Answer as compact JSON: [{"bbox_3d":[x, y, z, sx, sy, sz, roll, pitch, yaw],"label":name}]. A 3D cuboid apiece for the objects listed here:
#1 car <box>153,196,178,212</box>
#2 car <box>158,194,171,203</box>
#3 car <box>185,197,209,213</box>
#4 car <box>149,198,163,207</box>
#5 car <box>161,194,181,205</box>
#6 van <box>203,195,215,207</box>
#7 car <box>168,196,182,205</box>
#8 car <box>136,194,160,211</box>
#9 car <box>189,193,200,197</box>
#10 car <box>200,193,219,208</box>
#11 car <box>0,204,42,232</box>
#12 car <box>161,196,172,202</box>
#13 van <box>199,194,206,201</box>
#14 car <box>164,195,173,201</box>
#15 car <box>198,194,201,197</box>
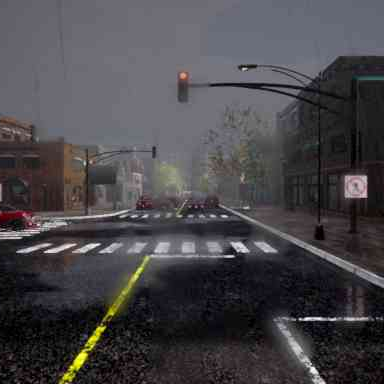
[{"bbox_3d":[-3.085,1.556,38.897,1.994,1.385,4.181,0,0,0],"label":"car"},{"bbox_3d":[-5.678,1.299,69.165,2.192,1.841,5.009,-1,0,0],"label":"car"},{"bbox_3d":[0.285,1.540,36.530,2.033,1.411,5.357,0,0,-3],"label":"car"},{"bbox_3d":[-5.680,1.570,52.533,1.802,1.307,4.206,-1,0,0],"label":"car"},{"bbox_3d":[-3.056,1.467,48.697,1.882,1.535,5.008,0,0,0],"label":"car"},{"bbox_3d":[2.699,1.329,52.531,1.690,1.788,3.998,-1,0,0],"label":"van"},{"bbox_3d":[-2.989,1.478,58.827,2.128,1.511,4.902,0,0,0],"label":"car"},{"bbox_3d":[-5.684,1.306,41.445,2.192,1.841,5.009,-1,0,0],"label":"car"},{"bbox_3d":[0.015,1.476,67.431,2.128,1.511,4.902,0,0,0],"label":"car"},{"bbox_3d":[2.697,1.305,46.987,2.192,1.841,5.009,-1,0,0],"label":"car"},{"bbox_3d":[-11.936,1.509,20.820,4.553,1.767,2.097,-1,1,-4],"label":"car"},{"bbox_3d":[-5.675,1.548,74.709,1.947,1.339,4.313,-1,0,0],"label":"car"},{"bbox_3d":[2.706,1.320,85.795,1.690,1.788,3.998,-1,0,0],"label":"van"},{"bbox_3d":[-5.674,1.525,80.253,1.887,1.381,4.507,-1,0,0],"label":"car"},{"bbox_3d":[2.703,1.536,63.619,2.008,1.369,4.403,-1,0,0],"label":"car"}]
